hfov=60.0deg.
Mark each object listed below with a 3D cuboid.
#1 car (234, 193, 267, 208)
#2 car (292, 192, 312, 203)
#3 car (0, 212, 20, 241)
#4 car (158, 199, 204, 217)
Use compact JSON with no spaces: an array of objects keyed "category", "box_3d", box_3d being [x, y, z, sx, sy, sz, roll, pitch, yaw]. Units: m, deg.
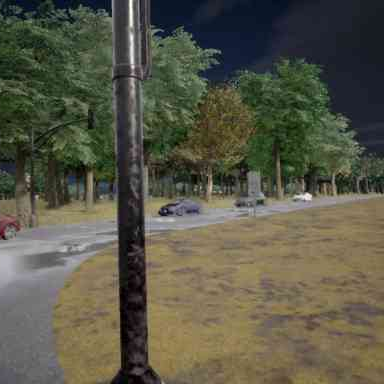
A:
[{"category":"car","box_3d":[6.513,0.853,36.740,2.097,1.767,4.553,-3,-1,37]},{"category":"car","box_3d":[16.574,0.782,49.832,1.812,1.442,4.674,-3,-1,38]},{"category":"car","box_3d":[-9.029,1.412,13.304,1.812,1.442,4.674,-3,-1,13]},{"category":"car","box_3d":[-0.856,1.255,27.051,1.994,1.385,4.181,-3,-1,37]}]
